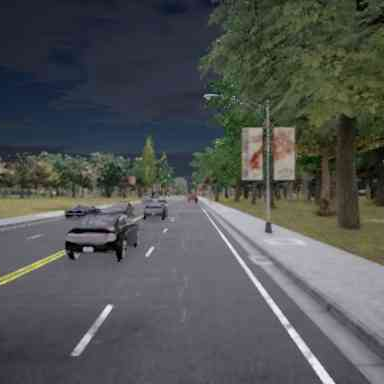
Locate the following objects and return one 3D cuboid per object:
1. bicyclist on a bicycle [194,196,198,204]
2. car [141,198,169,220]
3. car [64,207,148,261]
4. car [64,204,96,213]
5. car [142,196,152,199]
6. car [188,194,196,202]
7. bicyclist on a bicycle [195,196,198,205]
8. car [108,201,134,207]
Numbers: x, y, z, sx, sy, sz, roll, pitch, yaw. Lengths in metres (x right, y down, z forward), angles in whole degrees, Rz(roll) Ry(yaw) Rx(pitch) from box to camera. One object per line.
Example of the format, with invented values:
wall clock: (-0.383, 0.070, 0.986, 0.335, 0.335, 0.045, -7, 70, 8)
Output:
bicyclist on a bicycle: (0.880, 1.759, 71.104, 0.866, 1.612, 1.509, 0, -1, 0)
car: (-3.154, 1.615, 29.719, 2.128, 1.511, 4.902, 0, 0, 0)
car: (-3.152, 1.543, 12.531, 2.128, 1.511, 4.902, 0, 0, 0)
car: (-9.852, 1.726, 30.096, 1.895, 1.301, 4.718, 0, 0, 0)
car: (-9.763, 1.627, 72.435, 2.097, 1.767, 4.553, 0, 0, 0)
car: (-0.015, 1.497, 87.370, 2.150, 2.045, 5.566, 0, 0, 0)
bicyclist on a bicycle: (0.883, 1.644, 61.329, 0.659, 1.776, 1.843, 0, 0, 0)
car: (-6.601, 1.635, 31.038, 1.837, 1.490, 4.892, 0, 0, 0)
